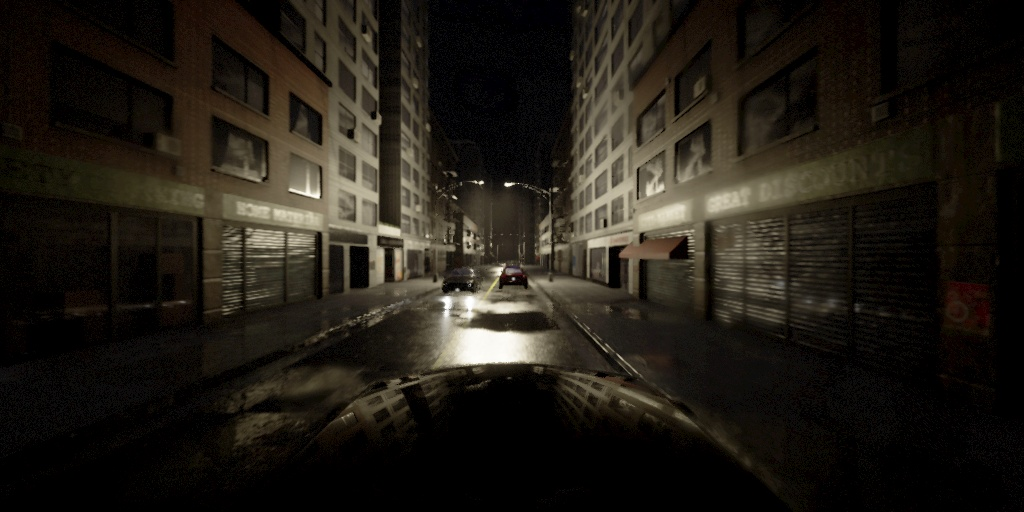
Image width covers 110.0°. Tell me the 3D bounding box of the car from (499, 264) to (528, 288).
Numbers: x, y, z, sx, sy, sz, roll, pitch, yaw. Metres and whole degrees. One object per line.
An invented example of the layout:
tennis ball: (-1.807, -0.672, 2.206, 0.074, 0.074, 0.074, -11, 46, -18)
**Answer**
car: (0.097, 1.460, 25.155, 1.994, 1.385, 4.181, 0, 0, 0)

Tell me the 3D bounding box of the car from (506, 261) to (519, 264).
car: (0.096, 1.348, 39.935, 2.097, 1.767, 4.553, 0, 0, 0)

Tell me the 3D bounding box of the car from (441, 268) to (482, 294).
car: (-2.852, 1.418, 21.389, 2.033, 1.411, 5.357, 0, 0, 0)
